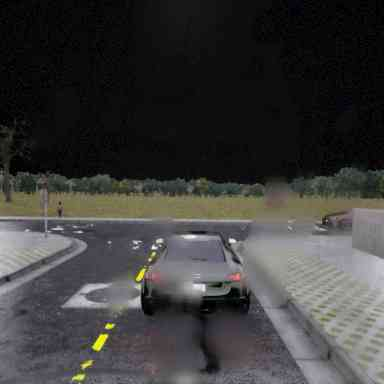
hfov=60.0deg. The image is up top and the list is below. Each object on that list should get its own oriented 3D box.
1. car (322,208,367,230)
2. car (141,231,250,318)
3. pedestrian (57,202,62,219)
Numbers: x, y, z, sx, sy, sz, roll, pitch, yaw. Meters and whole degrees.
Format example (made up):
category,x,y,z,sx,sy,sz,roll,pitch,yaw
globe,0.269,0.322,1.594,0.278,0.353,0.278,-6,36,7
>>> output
category,x,y,z,sx,sy,sz,roll,pitch,yaw
car,10.762,1.724,21.711,4.181,1.385,1.994,1,0,-1
car,0.087,1.562,7.537,1.994,1.385,4.181,0,0,1
pedestrian,-9.719,0.998,24.448,0.375,1.860,0.375,0,-1,0
